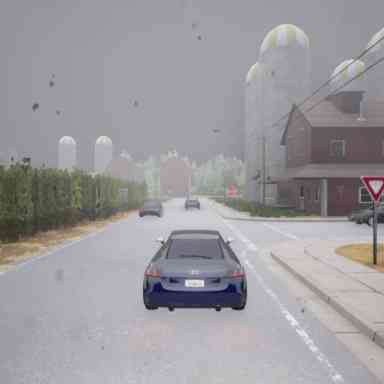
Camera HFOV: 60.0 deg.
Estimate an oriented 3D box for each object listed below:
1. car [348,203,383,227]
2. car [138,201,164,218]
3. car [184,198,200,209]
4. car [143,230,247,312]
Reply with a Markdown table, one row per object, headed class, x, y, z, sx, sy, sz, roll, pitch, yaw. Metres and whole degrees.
| class | x | y | z | sx | sy | sz | roll | pitch | yaw |
| --- | --- | --- | --- | --- | --- | --- | --- | --- | --- |
| car | 12.902 | 1.478 | 21.925 | 4.892 | 1.490 | 1.837 | 0 | 0 | -1 |
| car | -3.575 | 1.548 | 30.031 | 2.033 | 1.411 | 5.357 | 0 | 0 | 0 |
| car | -0.027 | 1.491 | 44.525 | 2.128 | 1.511 | 4.902 | 0 | 0 | -4 |
| car | 0.079 | 1.564 | 7.815 | 1.994 | 1.385 | 4.181 | 0 | 0 | 1 |
